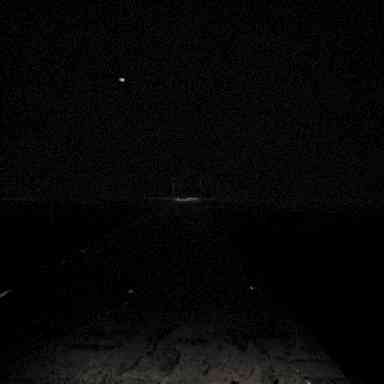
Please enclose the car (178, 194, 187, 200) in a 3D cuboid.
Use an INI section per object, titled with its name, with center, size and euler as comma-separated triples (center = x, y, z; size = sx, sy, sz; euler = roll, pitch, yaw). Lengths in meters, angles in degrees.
[car]
center = -2.760, 1.464, 93.913
size = 1.994, 1.385, 4.181
euler = 0, 0, 0
